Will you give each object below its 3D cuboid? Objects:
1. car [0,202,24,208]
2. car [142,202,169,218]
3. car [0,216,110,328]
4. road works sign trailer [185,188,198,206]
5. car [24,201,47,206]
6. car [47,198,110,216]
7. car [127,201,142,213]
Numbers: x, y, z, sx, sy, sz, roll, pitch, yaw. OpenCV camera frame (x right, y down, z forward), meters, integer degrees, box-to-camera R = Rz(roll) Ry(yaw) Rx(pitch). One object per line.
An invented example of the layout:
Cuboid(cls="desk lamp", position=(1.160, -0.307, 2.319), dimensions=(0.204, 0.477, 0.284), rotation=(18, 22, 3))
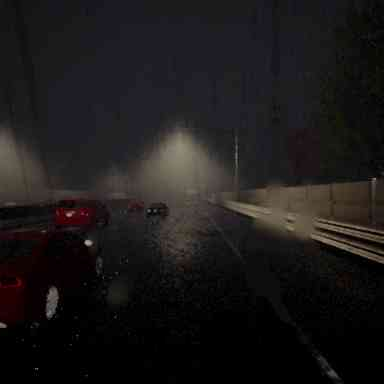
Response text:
Cuboid(cls="car", position=(-21.068, 1.870, 39.146), dimensions=(1.994, 1.385, 4.181), rotation=(0, -1, 0))
Cuboid(cls="car", position=(-3.394, 1.807, 33.521), dimensions=(2.033, 1.411, 5.357), rotation=(0, 0, 0))
Cuboid(cls="car", position=(-3.398, 1.533, 7.258), dimensions=(1.882, 1.535, 5.008), rotation=(0, 0, 0))
Cuboid(cls="road works sign trailer", position=(0.013, 0.998, 65.522), dimensions=(2.380, 3.560, 2.880), rotation=(0, -1, 0))
Cuboid(cls="car", position=(-17.571, 1.817, 39.712), dimensions=(1.837, 1.490, 4.892), rotation=(0, -1, 0))
Cuboid(cls="car", position=(-6.896, 1.386, 21.357), dimensions=(2.150, 2.045, 5.566), rotation=(0, 0, 0))
Cuboid(cls="car", position=(-6.891, 1.855, 42.055), dimensions=(1.812, 1.442, 4.674), rotation=(0, 0, 0))
